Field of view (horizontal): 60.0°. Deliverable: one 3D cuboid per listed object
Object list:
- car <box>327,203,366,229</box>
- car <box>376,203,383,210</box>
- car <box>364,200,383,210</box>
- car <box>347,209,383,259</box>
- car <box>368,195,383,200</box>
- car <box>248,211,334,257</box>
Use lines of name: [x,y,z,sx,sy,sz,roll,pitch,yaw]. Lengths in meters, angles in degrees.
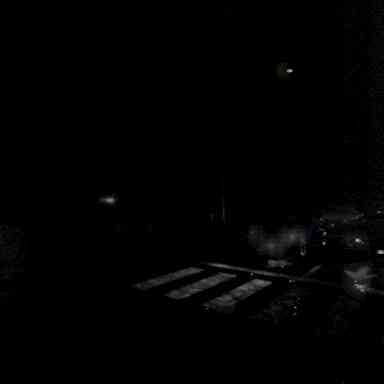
car: [9.221,1.590,20.604,1.812,1.442,4.674,1,0,35]
car: [12.645,1.618,19.805,2.128,1.511,4.902,1,0,35]
car: [15.021,1.680,28.681,1.994,1.385,4.181,1,0,36]
car: [7.251,1.604,12.268,1.812,1.442,4.674,1,0,36]
car: [21.263,1.395,37.337,2.150,2.045,5.566,1,0,36]
car: [4.043,1.619,13.377,1.895,1.301,4.718,1,0,36]
